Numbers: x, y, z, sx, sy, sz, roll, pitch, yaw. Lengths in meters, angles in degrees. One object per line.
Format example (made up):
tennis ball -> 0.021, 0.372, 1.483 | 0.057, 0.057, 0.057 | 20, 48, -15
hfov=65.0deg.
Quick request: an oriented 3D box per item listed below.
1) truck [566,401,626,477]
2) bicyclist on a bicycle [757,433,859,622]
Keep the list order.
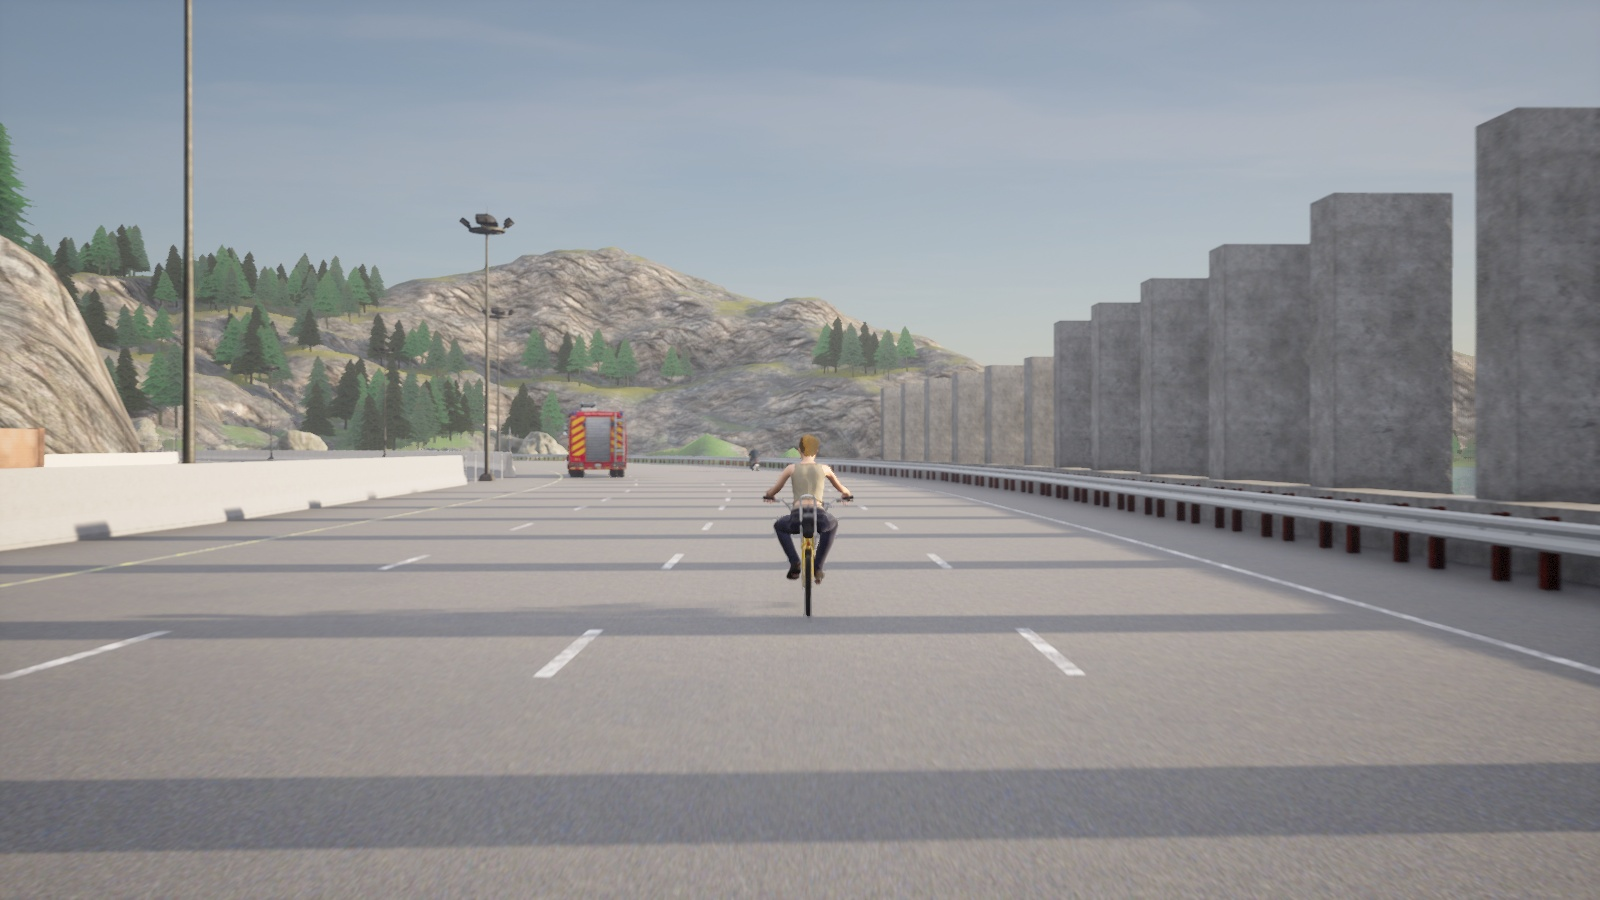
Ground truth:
truck -> -11.016, -0.552, 67.246 | 2.891, 3.827, 8.468 | 0, 0, -11
bicyclist on a bicycle -> 0.074, 0.662, 11.487 | 0.866, 1.612, 1.509 | 0, 0, 0
